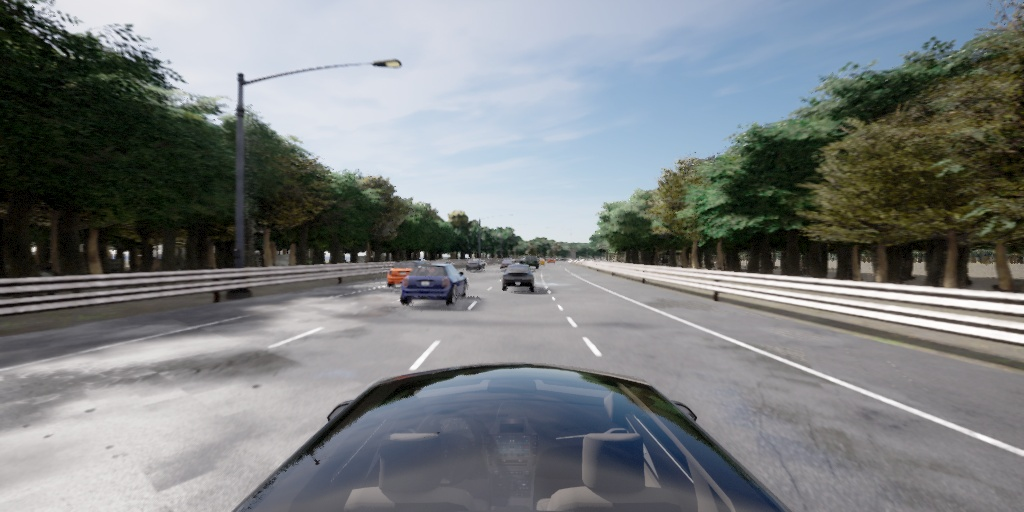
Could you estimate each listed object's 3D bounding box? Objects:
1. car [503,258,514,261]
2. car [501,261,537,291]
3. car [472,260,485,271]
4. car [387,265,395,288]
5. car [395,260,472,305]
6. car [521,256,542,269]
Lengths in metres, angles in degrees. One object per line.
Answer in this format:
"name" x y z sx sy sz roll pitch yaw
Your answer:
"car" -0.574 1.319 54.961 2.033 1.411 5.357 0 0 7
"car" 0.431 1.265 22.247 1.837 1.490 4.892 0 0 2
"car" -4.813 1.239 47.864 2.128 1.511 4.902 0 0 6
"car" -6.516 1.078 23.866 2.097 1.767 4.553 0 0 3
"car" -3.297 1.090 16.037 2.097 1.767 4.553 0 0 2
"car" 3.195 1.011 57.168 2.150 2.045 5.566 0 0 7
